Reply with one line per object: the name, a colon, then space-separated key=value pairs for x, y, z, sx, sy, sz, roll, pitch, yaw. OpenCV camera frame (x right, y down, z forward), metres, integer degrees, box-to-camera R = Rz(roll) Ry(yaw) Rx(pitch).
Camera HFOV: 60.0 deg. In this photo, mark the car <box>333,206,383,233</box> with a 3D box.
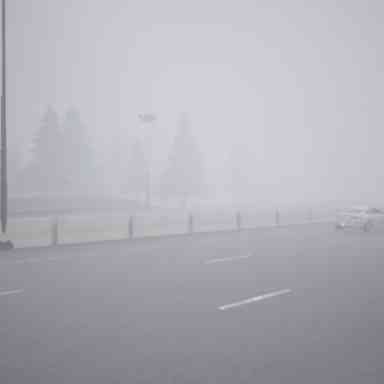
car: x=10.192 y=1.542 z=19.622 sx=4.674 sy=1.442 sz=1.812 roll=0 pitch=0 yaw=-36
